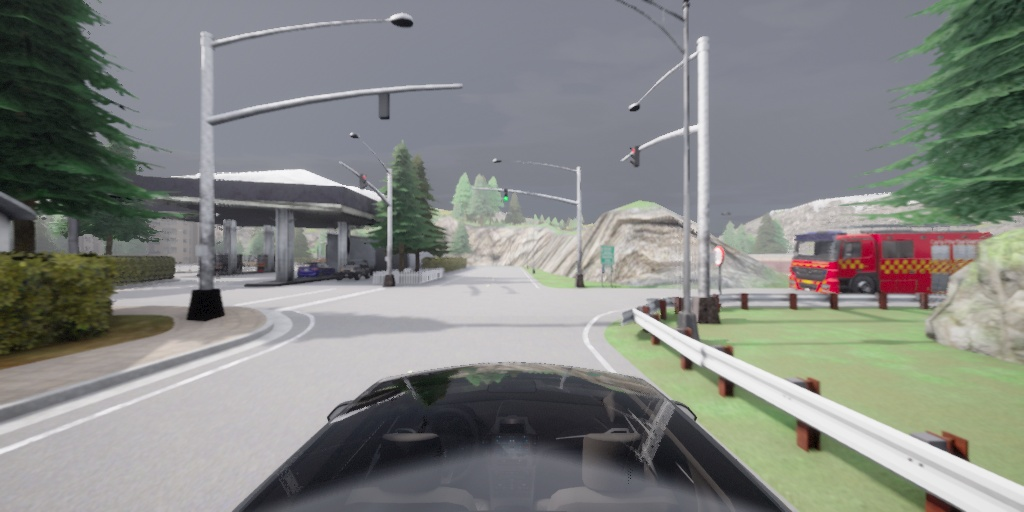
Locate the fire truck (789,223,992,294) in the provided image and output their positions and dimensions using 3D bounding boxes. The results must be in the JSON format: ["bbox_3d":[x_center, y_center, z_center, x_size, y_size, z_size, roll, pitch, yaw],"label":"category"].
[{"bbox_3d":[19.824,0.279,18.997,8.468,3.827,2.891,-1,2,-1],"label":"fire truck"}]
